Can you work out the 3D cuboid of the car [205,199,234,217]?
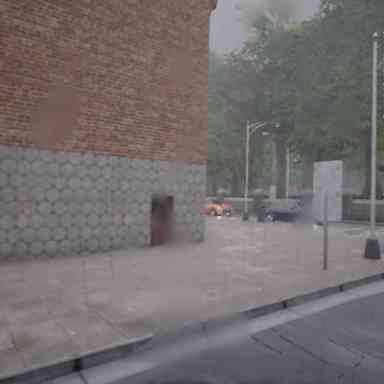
[{"bbox_3d":[1.956,1.458,32.231,2.097,1.767,4.553,2,-1,-36],"label":"car"}]

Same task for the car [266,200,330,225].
[{"bbox_3d":[7.650,1.463,24.300,2.097,1.767,4.553,2,-1,-35],"label":"car"}]
